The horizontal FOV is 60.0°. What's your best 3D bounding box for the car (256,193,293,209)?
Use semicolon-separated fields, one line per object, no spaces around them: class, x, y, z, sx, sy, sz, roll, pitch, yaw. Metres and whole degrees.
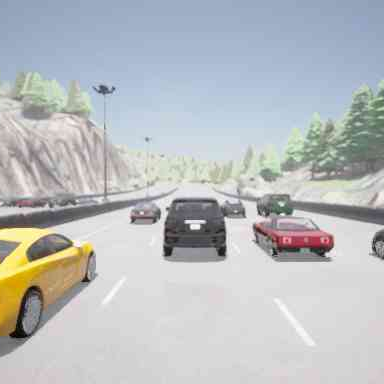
car;7.096;1.133;28.900;2.150;2.045;5.566;0;0;0

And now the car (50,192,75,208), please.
car;-17.581;1.084;45.488;2.150;2.045;5.566;0;0;0

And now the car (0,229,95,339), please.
car;-3.403;1.457;6.561;1.882;1.535;5.008;0;0;0

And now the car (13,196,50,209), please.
car;-21.083;1.466;43.850;1.895;1.301;4.718;0;0;0

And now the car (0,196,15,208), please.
car;-24.576;1.354;45.332;2.128;1.511;4.902;0;0;0

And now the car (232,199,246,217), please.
car;3.596;1.401;29.695;2.128;1.511;4.902;0;0;0

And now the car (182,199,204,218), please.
car;0.096;1.413;29.818;1.837;1.490;4.892;0;0;0

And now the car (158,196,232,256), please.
car;0.098;1.181;13.120;2.150;2.045;5.566;0;0;0

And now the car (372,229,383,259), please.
car;7.097;1.476;9.471;1.837;1.490;4.892;0;0;0

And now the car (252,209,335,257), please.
car;3.599;1.562;12.792;1.895;1.301;4.718;0;0;0

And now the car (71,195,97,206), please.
car;-14.084;1.428;44.595;1.994;1.385;4.181;0;0;0

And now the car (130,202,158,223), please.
car;-3.403;1.470;25.055;2.033;1.411;5.357;0;0;0
